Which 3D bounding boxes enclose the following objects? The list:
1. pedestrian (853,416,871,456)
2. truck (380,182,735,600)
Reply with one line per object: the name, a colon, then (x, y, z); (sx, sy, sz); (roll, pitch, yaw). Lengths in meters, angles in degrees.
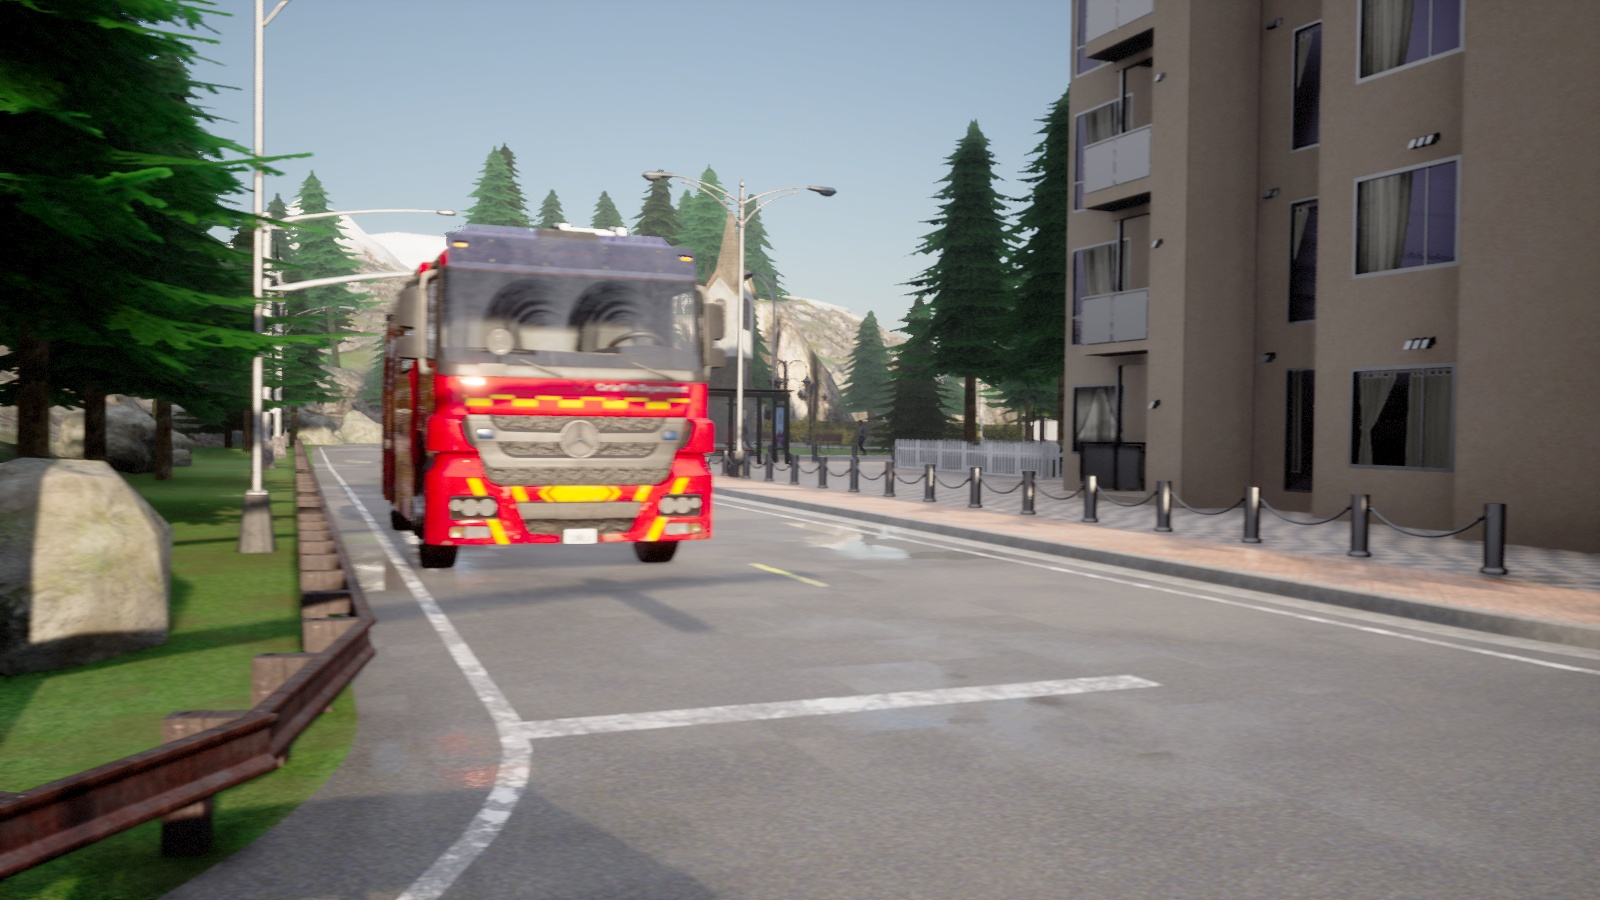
pedestrian: (3.062, -0.706, 62.127); (0.788, 1.949, 0.423); (-1, 1, -24)
truck: (-3.563, -0.617, 15.988); (2.891, 3.827, 8.468); (-1, 1, -21)
